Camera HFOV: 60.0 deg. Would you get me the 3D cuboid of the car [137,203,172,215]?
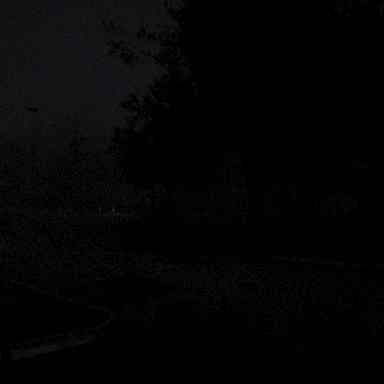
[{"bbox_3d":[-4.790,2.118,43.097,4.902,1.511,2.128,3,-2,-44],"label":"car"}]
